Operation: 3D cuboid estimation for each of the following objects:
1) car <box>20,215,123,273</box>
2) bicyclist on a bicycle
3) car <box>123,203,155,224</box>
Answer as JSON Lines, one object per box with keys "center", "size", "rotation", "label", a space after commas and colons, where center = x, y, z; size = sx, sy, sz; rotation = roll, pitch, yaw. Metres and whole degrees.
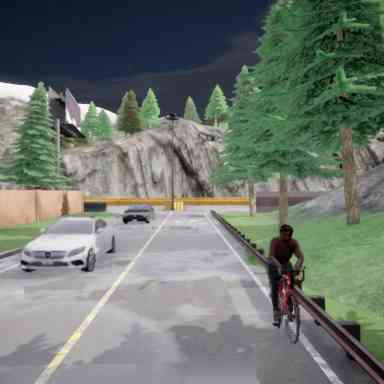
{"center": [-3.726, 1.526, 10.834], "size": [1.812, 1.442, 4.674], "rotation": [0, 0, -1], "label": "car"}
{"center": [1.410, 1.340, 5.093], "size": [0.582, 1.620, 1.656], "rotation": [2, -10, 3], "label": "bicyclist on a bicycle"}
{"center": [-3.851, 1.548, 24.908], "size": [2.033, 1.411, 5.357], "rotation": [0, 0, 0], "label": "car"}
